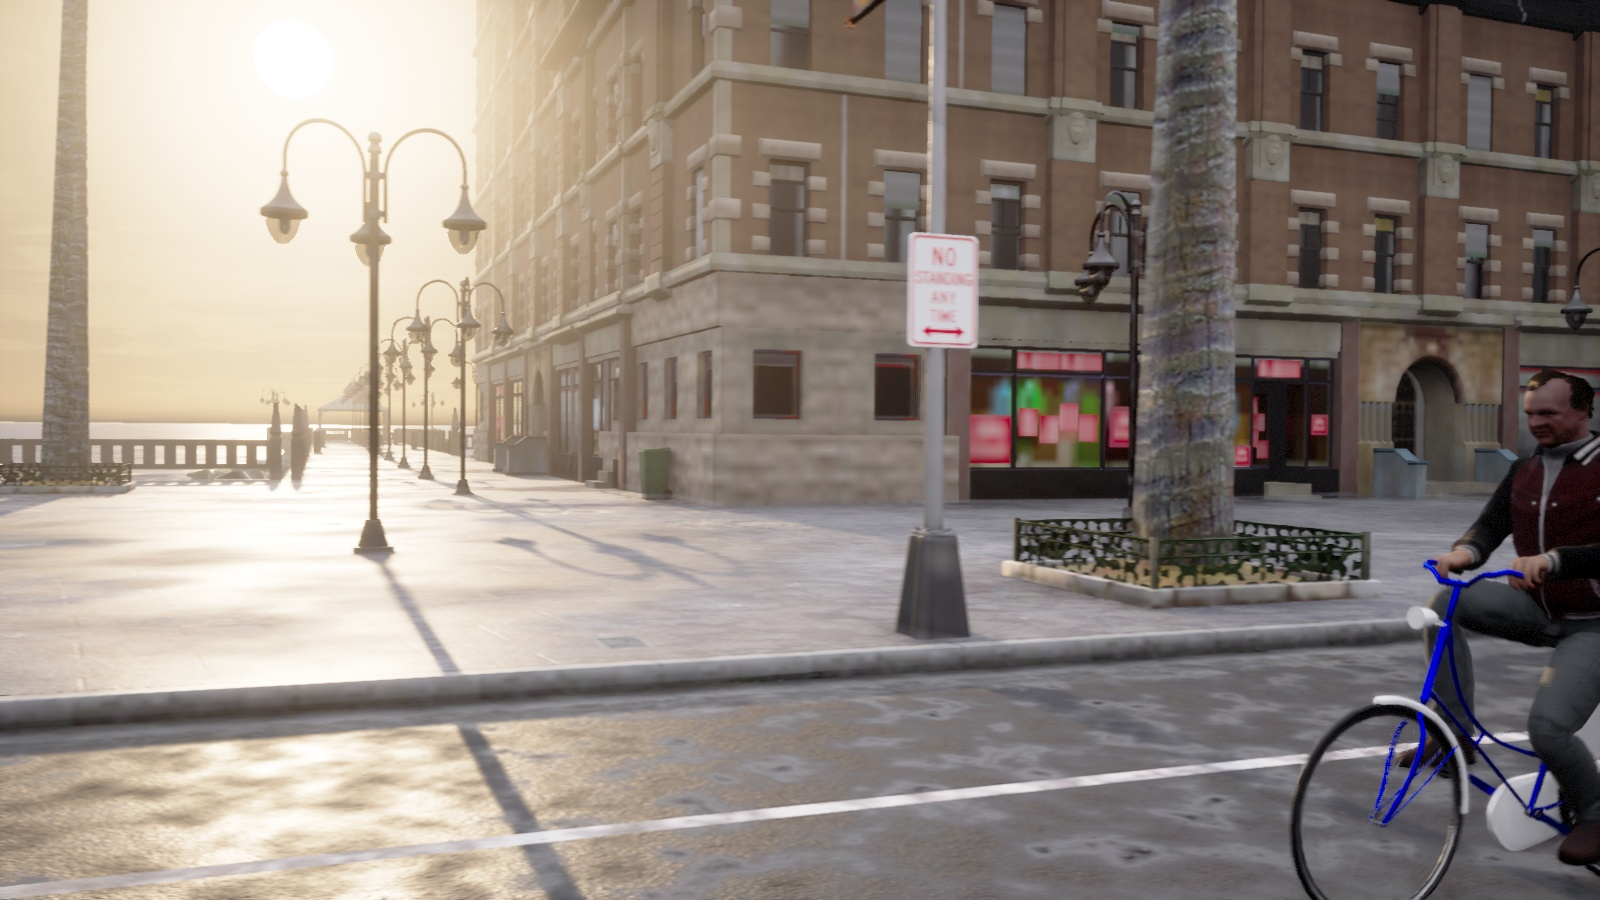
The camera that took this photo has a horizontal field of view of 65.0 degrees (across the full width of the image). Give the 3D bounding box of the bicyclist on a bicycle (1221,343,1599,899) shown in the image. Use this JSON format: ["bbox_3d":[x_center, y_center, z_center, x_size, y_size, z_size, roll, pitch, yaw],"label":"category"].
[{"bbox_3d":[2.362,0.570,4.116,1.843,1.776,0.659,-1,1,-21],"label":"bicyclist on a bicycle"}]
